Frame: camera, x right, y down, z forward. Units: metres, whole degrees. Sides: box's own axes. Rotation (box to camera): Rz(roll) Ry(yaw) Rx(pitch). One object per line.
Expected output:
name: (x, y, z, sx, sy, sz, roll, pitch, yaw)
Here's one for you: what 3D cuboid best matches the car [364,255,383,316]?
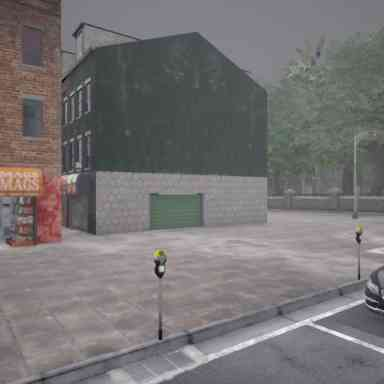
car: (5.046, 1.551, 6.424, 4.403, 1.369, 2.008, 0, 0, -36)
